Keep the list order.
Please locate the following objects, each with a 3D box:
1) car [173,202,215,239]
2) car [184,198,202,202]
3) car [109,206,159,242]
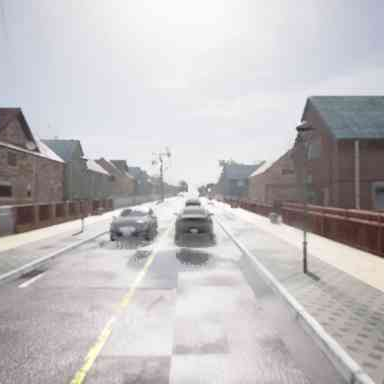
[{"bbox_3d":[0.104,1.502,17.313,1.837,1.490,4.892,0,0,0],"label":"car"},{"bbox_3d":[0.109,1.485,39.327,1.882,1.535,5.008,0,0,0],"label":"car"},{"bbox_3d":[-2.745,1.489,16.489,2.128,1.511,4.902,0,0,0],"label":"car"}]
